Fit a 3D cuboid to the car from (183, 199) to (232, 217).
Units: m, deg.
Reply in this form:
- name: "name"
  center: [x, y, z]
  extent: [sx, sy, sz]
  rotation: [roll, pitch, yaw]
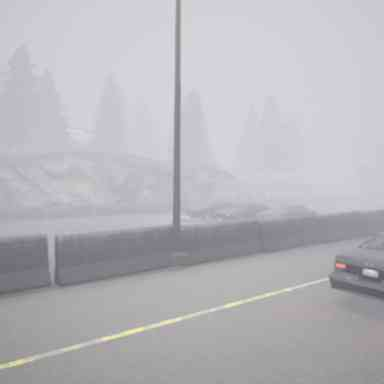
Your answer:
- name: "car"
  center: [1.505, 1.446, 30.860]
  extent: [4.181, 1.385, 1.994]
  rotation: [-1, 0, -35]

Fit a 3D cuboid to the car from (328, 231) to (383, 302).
- name: "car"
  center: [5.301, 1.510, 7.529]
  extent: [5.357, 1.411, 2.033]
  rotation: [0, 0, -35]

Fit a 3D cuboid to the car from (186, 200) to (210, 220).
- name: "car"
  center: [1.976, 1.378, 26.898]
  extent: [5.008, 1.535, 1.882]
  rotation: [-1, 0, -35]

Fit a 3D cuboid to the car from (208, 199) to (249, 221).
- name: "car"
  center: [4.043, 1.447, 24.074]
  extent: [5.357, 1.411, 2.033]
  rotation: [-1, 0, -36]

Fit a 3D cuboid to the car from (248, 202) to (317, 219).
- name: "car"
  center: [6.083, 1.425, 21.229]
  extent: [4.674, 1.442, 1.812]
  rotation: [-1, 0, -35]
